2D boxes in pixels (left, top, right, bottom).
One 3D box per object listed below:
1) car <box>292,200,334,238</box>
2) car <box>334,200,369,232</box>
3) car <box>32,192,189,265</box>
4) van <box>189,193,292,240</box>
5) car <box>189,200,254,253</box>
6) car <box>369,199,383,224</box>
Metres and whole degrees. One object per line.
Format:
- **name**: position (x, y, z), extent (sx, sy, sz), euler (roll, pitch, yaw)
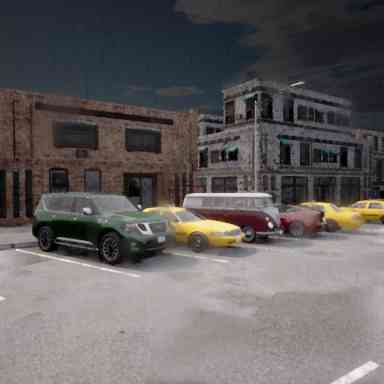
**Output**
- **car**: position (4.036, 1.279, 16.315), extent (4.792, 1.488, 2.163), euler (0, 1, 35)
- **car**: position (6.320, 1.236, 18.081), extent (5.366, 1.575, 1.946), euler (0, 1, 35)
- **car**: position (-3.144, 1.029, 11.253), extent (5.566, 2.045, 2.435), euler (0, 0, 35)
- **van**: position (1.750, 1.033, 14.561), extent (4.442, 1.987, 1.878), euler (0, 0, 35)
- **car**: position (-0.606, 1.265, 12.844), extent (5.366, 1.575, 1.946), euler (0, 0, 35)
- **car**: position (11.139, 1.217, 21.417), extent (5.366, 1.575, 1.946), euler (0, 1, 35)
